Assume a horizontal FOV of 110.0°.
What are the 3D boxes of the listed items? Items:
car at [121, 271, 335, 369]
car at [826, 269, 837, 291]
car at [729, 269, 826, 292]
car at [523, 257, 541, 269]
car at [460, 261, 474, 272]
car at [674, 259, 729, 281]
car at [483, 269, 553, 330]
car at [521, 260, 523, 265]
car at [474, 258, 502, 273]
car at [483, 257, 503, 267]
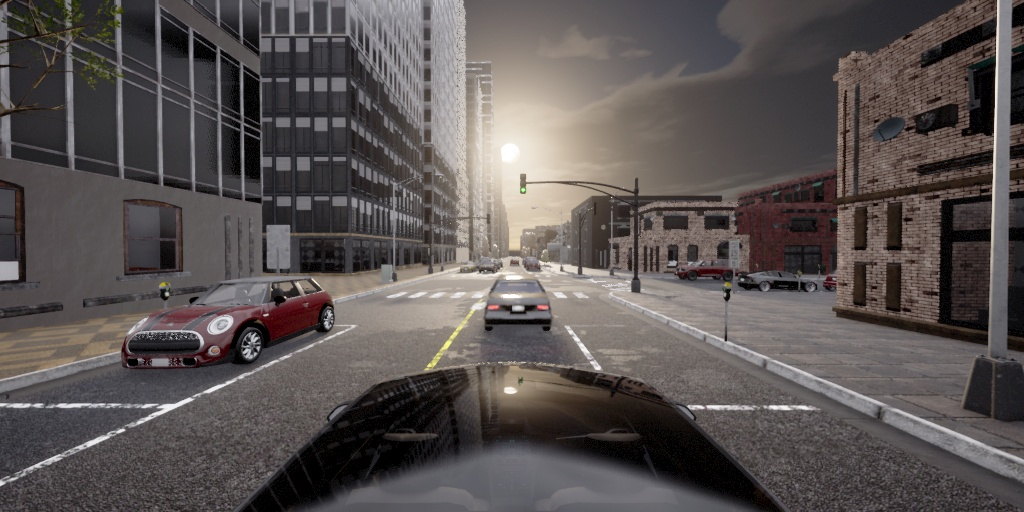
[{"bbox_3d":[-5.653,1.189,7.773,1.967,1.591,4.097,0,0,0],"label":"car"},{"bbox_3d":[22.099,1.477,22.386,4.097,1.591,1.967,0,0,1],"label":"car"},{"bbox_3d":[16.552,1.550,22.495,4.313,1.339,1.948,0,0,1],"label":"car"},{"bbox_3d":[3.029,1.187,51.251,1.967,1.591,4.097,0,0,0],"label":"car"},{"bbox_3d":[-5.529,1.273,45.551,1.751,1.417,4.829,0,0,0],"label":"car"},{"bbox_3d":[16.716,1.169,30.873,5.009,1.841,2.192,0,0,1],"label":"car"},{"bbox_3d":[0.164,1.297,11.098,2.033,1.411,5.357,0,0,0],"label":"car"},{"bbox_3d":[3.107,1.062,62.539,2.192,1.841,5.009,0,0,0],"label":"car"},{"bbox_3d":[-2.792,1.295,43.337,2.033,1.411,5.357,0,0,4],"label":"car"},{"bbox_3d":[-2.737,1.239,53.751,2.128,1.511,4.902,0,0,1],"label":"car"}]
